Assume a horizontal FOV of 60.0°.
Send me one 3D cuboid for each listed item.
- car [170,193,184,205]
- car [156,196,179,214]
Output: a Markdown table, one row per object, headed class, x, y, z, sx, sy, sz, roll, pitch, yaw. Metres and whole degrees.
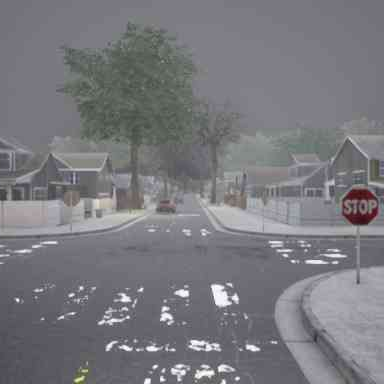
| class | x | y | z | sx | sy | sz | roll | pitch | yaw |
| --- | --- | --- | --- | --- | --- | --- | --- | --- | --- |
| car | -2.630 | 1.152 | 59.285 | 2.150 | 2.045 | 5.566 | 0 | 0 | 0 |
| car | -2.680 | 1.478 | 34.989 | 1.882 | 1.535 | 5.008 | 0 | 0 | 0 |
